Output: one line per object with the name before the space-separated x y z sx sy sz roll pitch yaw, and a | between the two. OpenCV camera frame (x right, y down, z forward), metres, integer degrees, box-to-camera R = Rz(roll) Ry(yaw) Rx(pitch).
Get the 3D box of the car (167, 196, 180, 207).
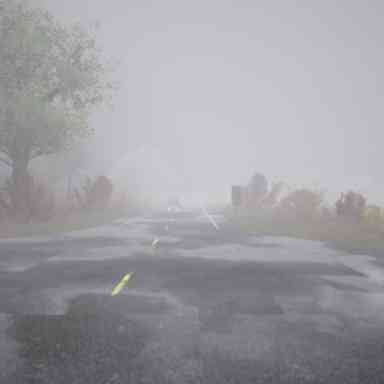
car | -3.466 1.764 63.749 2.150 2.045 5.566 0 0 0
